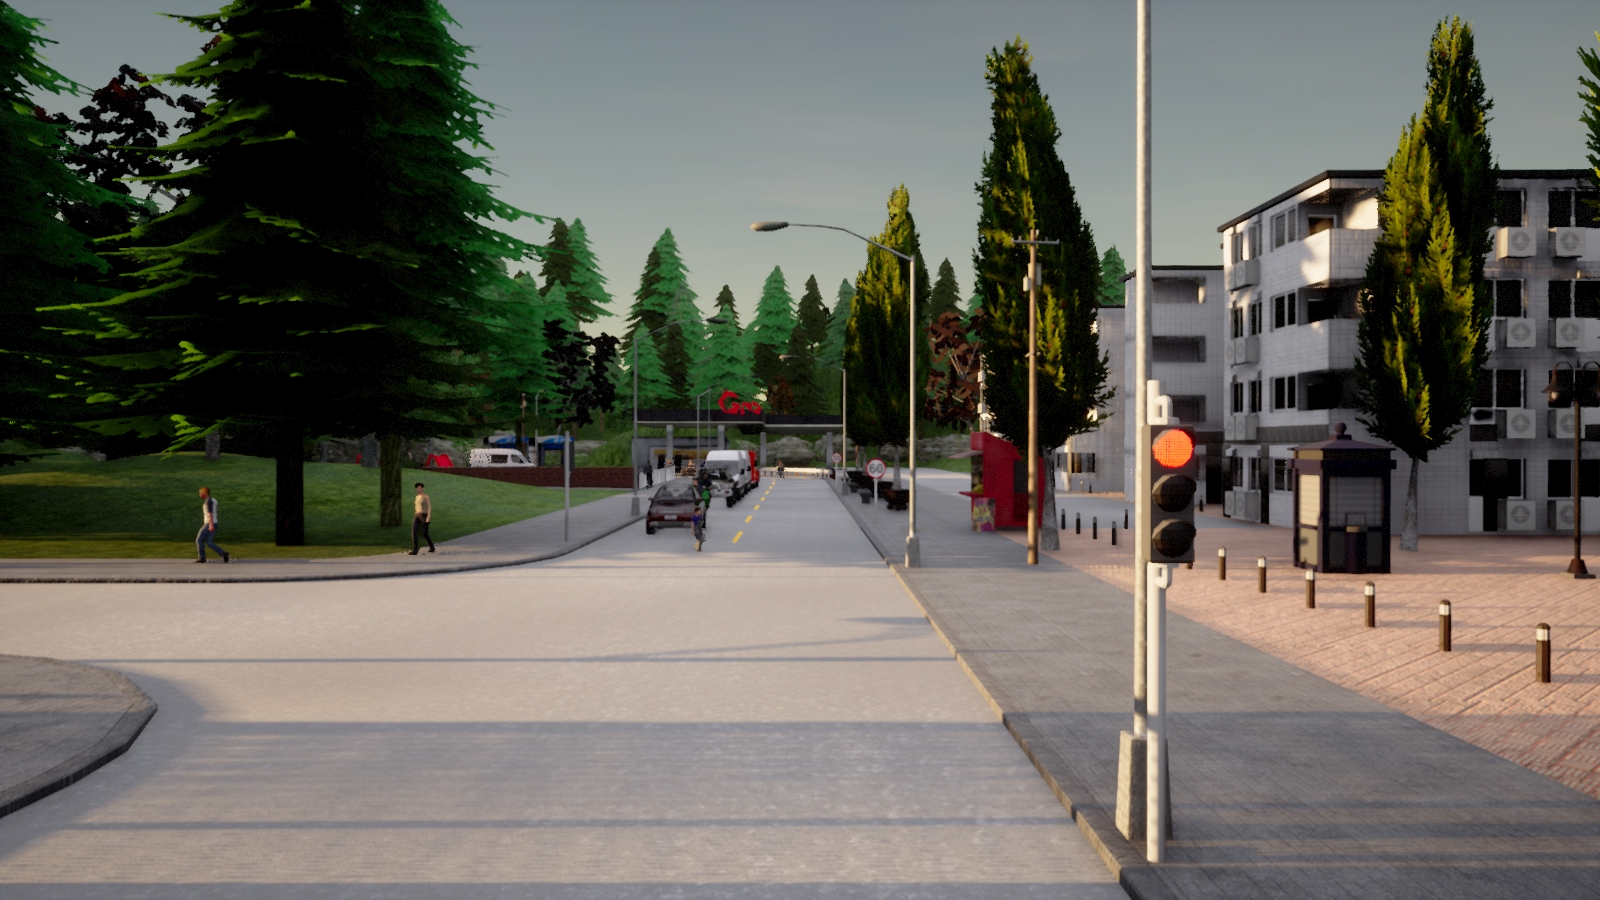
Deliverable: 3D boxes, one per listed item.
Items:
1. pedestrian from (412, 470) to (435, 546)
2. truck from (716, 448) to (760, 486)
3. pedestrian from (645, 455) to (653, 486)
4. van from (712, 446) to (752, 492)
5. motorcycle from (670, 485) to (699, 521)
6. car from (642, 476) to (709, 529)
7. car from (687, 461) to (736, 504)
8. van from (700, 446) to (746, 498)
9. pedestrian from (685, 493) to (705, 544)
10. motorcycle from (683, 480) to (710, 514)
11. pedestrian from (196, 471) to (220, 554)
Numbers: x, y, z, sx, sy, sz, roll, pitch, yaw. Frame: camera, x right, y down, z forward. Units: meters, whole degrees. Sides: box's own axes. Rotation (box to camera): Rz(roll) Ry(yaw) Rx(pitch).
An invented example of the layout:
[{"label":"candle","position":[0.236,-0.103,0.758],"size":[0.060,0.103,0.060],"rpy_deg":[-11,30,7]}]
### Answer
[{"label":"pedestrian","position":[-9.322,1.419,28.307],"size":[0.375,1.860,0.375],"rpy_deg":[0,0,22]},{"label":"truck","position":[-4.022,1.074,75.251],"size":[2.627,2.467,5.204],"rpy_deg":[0,0,-1]},{"label":"pedestrian","position":[-9.287,1.268,70.256],"size":[0.375,1.860,0.375],"rpy_deg":[0,0,12]},{"label":"van","position":[-3.986,1.067,67.847],"size":[1.988,2.561,5.915],"rpy_deg":[0,0,0]},{"label":"motorcycle","position":[-4.023,1.844,40.003],"size":[0.803,1.145,2.033],"rpy_deg":[0,1,0]},{"label":"car","position":[-4.005,1.667,37.287],"size":[1.789,1.549,3.705],"rpy_deg":[0,0,0]},{"label":"car","position":[-4.052,1.449,53.087],"size":[1.932,1.855,4.605],"rpy_deg":[0,0,0]},{"label":"van","position":[-3.998,1.094,60.152],"size":[1.988,2.561,5.915],"rpy_deg":[0,0,0]},{"label":"pedestrian","position":[-2.759,1.796,30.057],"size":[0.375,1.300,0.375],"rpy_deg":[0,0,28]},{"label":"motorcycle","position":[-3.993,1.799,44.255],"size":[0.856,1.236,1.805],"rpy_deg":[0,0,0]},{"label":"pedestrian","position":[-13.542,1.425,26.140],"size":[0.375,1.860,0.375],"rpy_deg":[0,0,-4]}]
